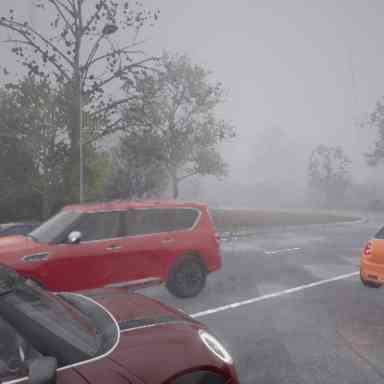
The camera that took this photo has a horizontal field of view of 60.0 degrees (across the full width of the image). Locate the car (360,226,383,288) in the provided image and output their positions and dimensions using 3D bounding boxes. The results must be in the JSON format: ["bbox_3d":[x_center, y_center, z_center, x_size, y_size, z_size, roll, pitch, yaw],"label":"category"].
[{"bbox_3d":[6.089,1.352,7.997,4.553,1.767,2.097,0,0,-35],"label":"car"}]

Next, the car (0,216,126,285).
[{"bbox_3d":[-4.742,1.547,9.194,5.357,1.411,2.033,0,0,-35],"label":"car"}]

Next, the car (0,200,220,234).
[{"bbox_3d":[-1.910,1.221,6.927,5.566,2.045,2.150,0,0,-35],"label":"car"}]

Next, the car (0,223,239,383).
[{"bbox_3d":[-1.777,1.352,2.444,4.553,1.767,2.097,0,0,-36],"label":"car"}]
